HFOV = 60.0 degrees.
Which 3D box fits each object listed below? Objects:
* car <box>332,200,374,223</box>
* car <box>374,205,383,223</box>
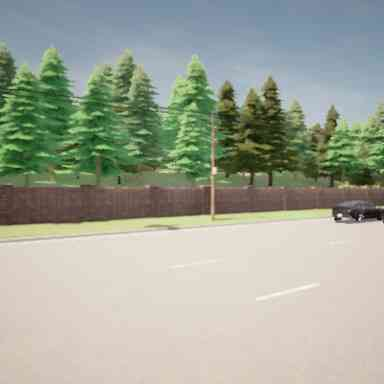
[{"bbox_3d":[12.327,1.392,24.512,4.892,1.490,1.837,0,0,-34],"label":"car"},{"bbox_3d":[14.206,1.398,21.558,4.892,1.490,1.837,0,0,-34],"label":"car"}]
